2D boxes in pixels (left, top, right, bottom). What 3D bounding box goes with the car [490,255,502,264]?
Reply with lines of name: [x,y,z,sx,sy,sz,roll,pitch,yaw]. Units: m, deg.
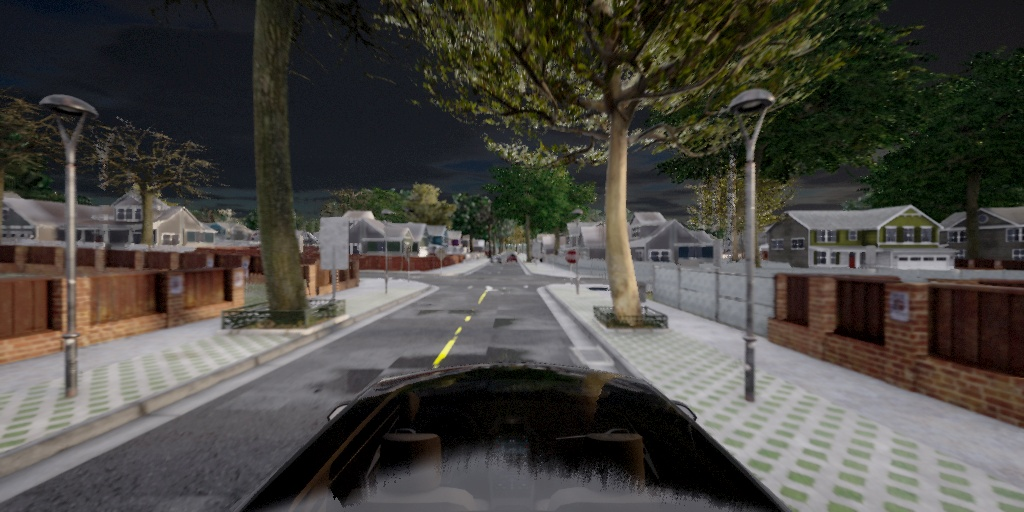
car: [-2.781,0.658,62.326,2.128,1.511,4.902,0,1,1]
